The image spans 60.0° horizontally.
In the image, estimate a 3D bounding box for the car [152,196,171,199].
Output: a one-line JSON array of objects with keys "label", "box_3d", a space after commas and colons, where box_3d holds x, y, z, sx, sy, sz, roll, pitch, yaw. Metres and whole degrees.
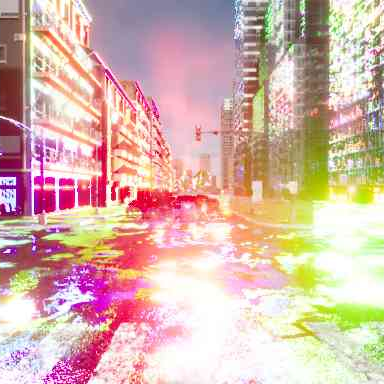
[{"label": "car", "box_3d": [-3.207, 1.559, 39.096, 1.994, 1.385, 4.181, 0, 0, 0]}]

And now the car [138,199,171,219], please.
[{"label": "car", "box_3d": [-3.187, 1.560, 29.170, 1.994, 1.385, 4.181, 0, 0, 0]}]

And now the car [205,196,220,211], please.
[{"label": "car", "box_3d": [2.522, 1.540, 41.115, 1.887, 1.381, 4.507, -1, 0, 0]}]

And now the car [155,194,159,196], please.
[{"label": "car", "box_3d": [-5.862, 1.312, 52.331, 2.192, 1.841, 5.009, -1, 0, 0]}]

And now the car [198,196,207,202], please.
[{"label": "car", "box_3d": [2.419, 1.548, 75.009, 1.887, 1.381, 4.507, -1, 0, 0]}]

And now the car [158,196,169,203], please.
[{"label": "car", "box_3d": [-5.910, 1.583, 69.278, 1.802, 1.307, 4.206, -1, 0, 0]}]

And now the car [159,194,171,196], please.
[{"label": "car", "box_3d": [-3.237, 1.486, 49.217, 2.128, 1.511, 4.902, 0, 0, 0]}]

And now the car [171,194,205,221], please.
[{"label": "car", "box_3d": [-0.226, 1.218, 27.528, 2.150, 2.045, 5.566, 0, 0, 2]}]

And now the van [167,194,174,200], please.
[{"label": "van", "box_3d": [-5.982, 1.350, 91.872, 1.690, 1.788, 3.998, -1, 0, 0]}]

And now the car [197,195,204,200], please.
[{"label": "car", "box_3d": [2.367, 1.534, 92.126, 1.752, 1.417, 4.829, -1, 0, 0]}]

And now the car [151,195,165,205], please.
[{"label": "car", "box_3d": [-5.878, 1.439, 57.979, 1.967, 1.590, 4.097, -1, 0, 0]}]

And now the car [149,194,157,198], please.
[{"label": "car", "box_3d": [-5.826, 1.436, 41.033, 1.967, 1.590, 4.097, -1, 0, 0]}]

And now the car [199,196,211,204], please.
[{"label": "car", "box_3d": [2.454, 1.551, 63.711, 2.008, 1.369, 4.403, -1, 0, 0]}]

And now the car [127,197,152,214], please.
[{"label": "car", "box_3d": [-5.807, 1.540, 35.384, 1.887, 1.381, 4.507, -1, 0, 0]}]

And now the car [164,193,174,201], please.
[{"label": "car", "box_3d": [-5.966, 1.322, 86.224, 2.192, 1.841, 5.009, -1, 0, 0]}]
